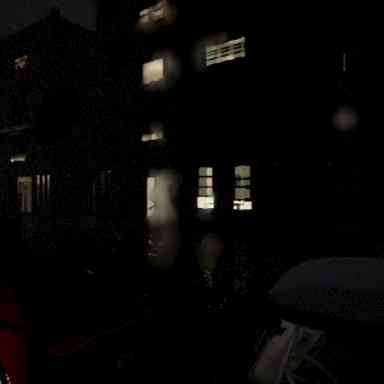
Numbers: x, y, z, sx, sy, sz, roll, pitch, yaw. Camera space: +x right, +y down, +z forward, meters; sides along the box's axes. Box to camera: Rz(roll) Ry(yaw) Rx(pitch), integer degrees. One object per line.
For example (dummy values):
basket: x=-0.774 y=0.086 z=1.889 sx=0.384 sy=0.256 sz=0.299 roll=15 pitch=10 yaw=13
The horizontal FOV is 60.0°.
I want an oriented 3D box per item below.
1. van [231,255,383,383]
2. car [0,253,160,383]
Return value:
van: x=2.024 y=1.340 z=1.426 sx=3.998 sy=1.788 sz=1.690 roll=0 pitch=0 yaw=35
car: x=-2.492 y=1.552 z=4.649 sx=4.507 sy=1.381 sz=1.887 roll=0 pitch=0 yaw=35
